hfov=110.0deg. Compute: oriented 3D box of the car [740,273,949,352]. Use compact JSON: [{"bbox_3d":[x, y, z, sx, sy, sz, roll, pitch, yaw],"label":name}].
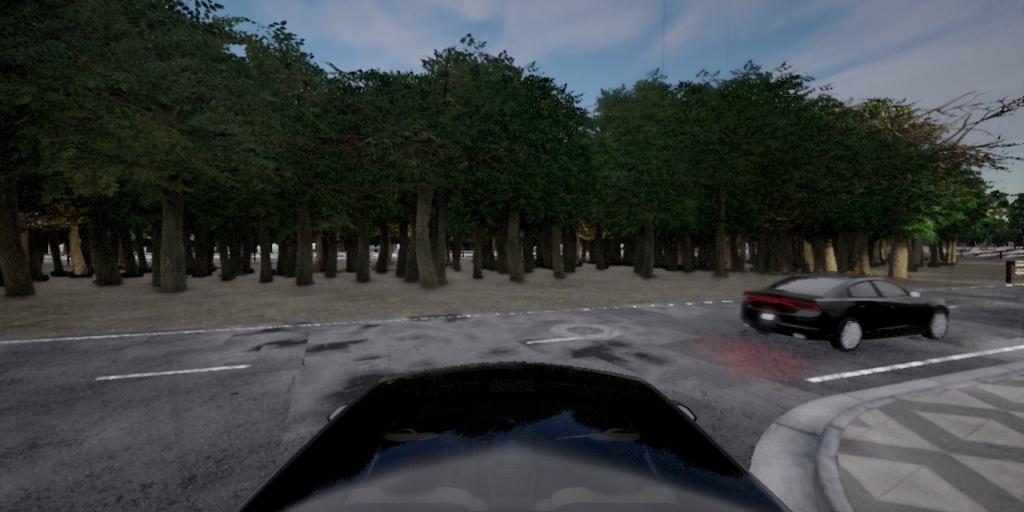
[{"bbox_3d":[7.888,1.151,8.517,5.008,1.535,1.882,0,1,-18],"label":"car"}]
